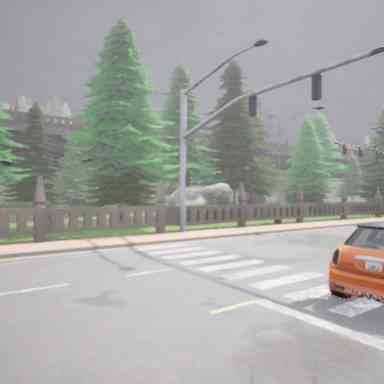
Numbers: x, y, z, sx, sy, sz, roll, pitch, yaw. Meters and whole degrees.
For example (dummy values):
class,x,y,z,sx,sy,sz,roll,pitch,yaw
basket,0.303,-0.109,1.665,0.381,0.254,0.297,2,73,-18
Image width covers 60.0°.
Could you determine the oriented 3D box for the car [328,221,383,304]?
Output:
class,x,y,z,sx,sy,sz,roll,pitch,yaw
car,5.093,1.415,7.369,4.553,1.767,2.097,1,0,-35
